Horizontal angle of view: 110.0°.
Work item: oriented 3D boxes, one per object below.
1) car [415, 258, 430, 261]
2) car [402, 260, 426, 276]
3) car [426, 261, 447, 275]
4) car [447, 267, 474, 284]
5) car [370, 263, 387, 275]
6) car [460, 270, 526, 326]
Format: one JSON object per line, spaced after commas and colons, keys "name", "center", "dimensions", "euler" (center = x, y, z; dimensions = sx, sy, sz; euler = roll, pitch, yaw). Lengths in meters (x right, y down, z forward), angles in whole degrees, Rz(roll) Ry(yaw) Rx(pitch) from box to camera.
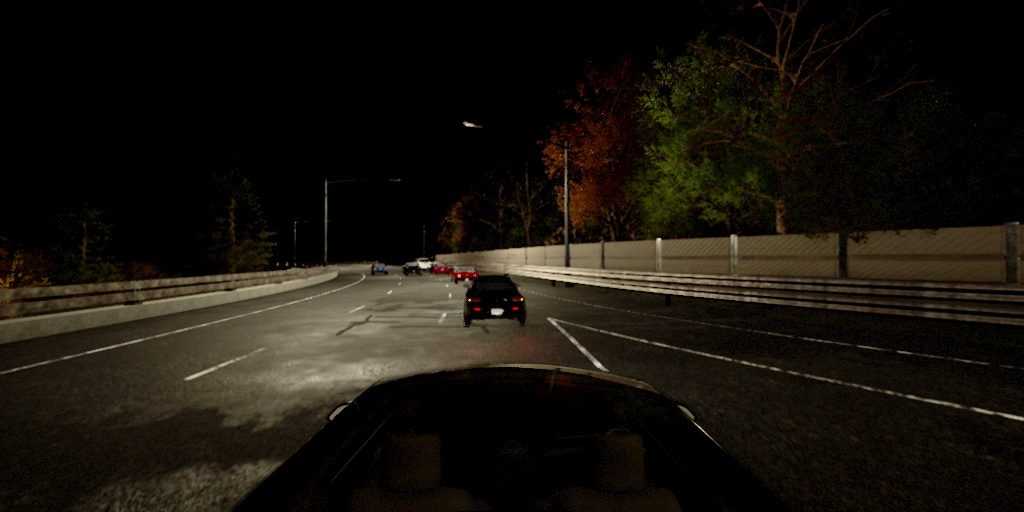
{"name": "car", "center": [-13.901, 1.371, 54.834], "dimensions": [2.150, 2.045, 5.566], "euler": [0, 0, -27]}
{"name": "car", "center": [-11.999, 1.550, 42.813], "dimensions": [2.128, 1.511, 4.902], "euler": [0, 0, -22]}
{"name": "car", "center": [-9.158, 1.637, 44.997], "dimensions": [1.994, 1.385, 4.181], "euler": [0, -1, -23]}
{"name": "car", "center": [-4.048, 1.560, 29.876], "dimensions": [1.895, 1.301, 4.718], "euler": [0, 0, -15]}
{"name": "car", "center": [-17.026, 1.631, 45.720], "dimensions": [2.033, 1.411, 5.357], "euler": [0, 0, -25]}
{"name": "car", "center": [-0.642, 1.351, 11.924], "dimensions": [1.812, 1.442, 4.674], "euler": [0, 0, -6]}
